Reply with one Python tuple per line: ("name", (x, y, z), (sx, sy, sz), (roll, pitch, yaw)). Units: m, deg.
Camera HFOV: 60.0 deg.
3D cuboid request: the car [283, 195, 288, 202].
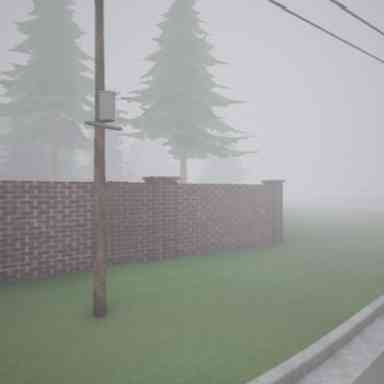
("car", (18.684, 1.422, 70.193), (1.812, 1.442, 4.674), (0, 0, -10))
